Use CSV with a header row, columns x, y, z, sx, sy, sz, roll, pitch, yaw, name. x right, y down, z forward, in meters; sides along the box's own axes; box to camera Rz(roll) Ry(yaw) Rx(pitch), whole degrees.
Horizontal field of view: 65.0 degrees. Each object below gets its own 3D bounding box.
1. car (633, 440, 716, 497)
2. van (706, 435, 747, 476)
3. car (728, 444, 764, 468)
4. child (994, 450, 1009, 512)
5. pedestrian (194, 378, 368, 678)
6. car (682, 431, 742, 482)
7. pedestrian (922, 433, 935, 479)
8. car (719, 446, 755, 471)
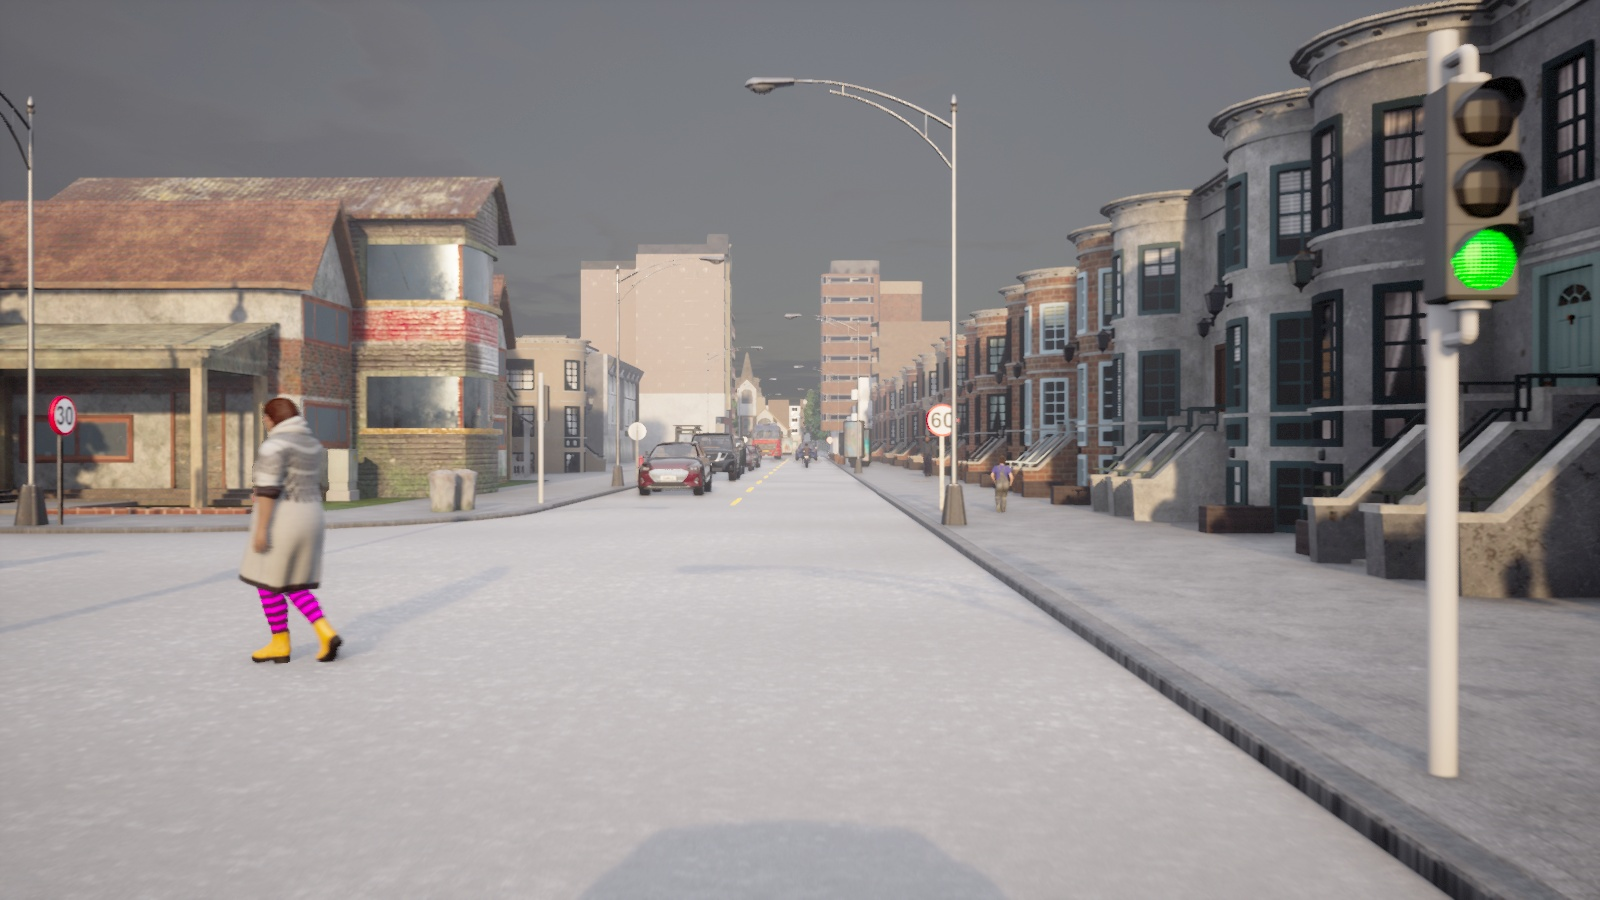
x,y,z,sx,sy,sz,roll,pitch,yaw,name
-3.789,0.516,38.639,2.033,1.649,4.856,0,0,0,car
-3.659,0.240,63.000,1.775,1.987,4.442,0,0,0,van
-3.551,0.363,82.697,2.128,1.511,4.902,0,0,0,car
4.146,0.635,25.826,0.270,1.263,0.437,0,0,3,child
-3.526,0.506,8.572,0.873,1.952,0.659,0,0,11,pedestrian
-3.712,0.244,53.704,2.150,2.045,5.566,0,0,0,car
5.492,0.242,53.714,0.423,1.949,0.788,0,0,-6,pedestrian
-3.610,0.473,72.793,1.812,1.442,4.674,0,0,0,car
